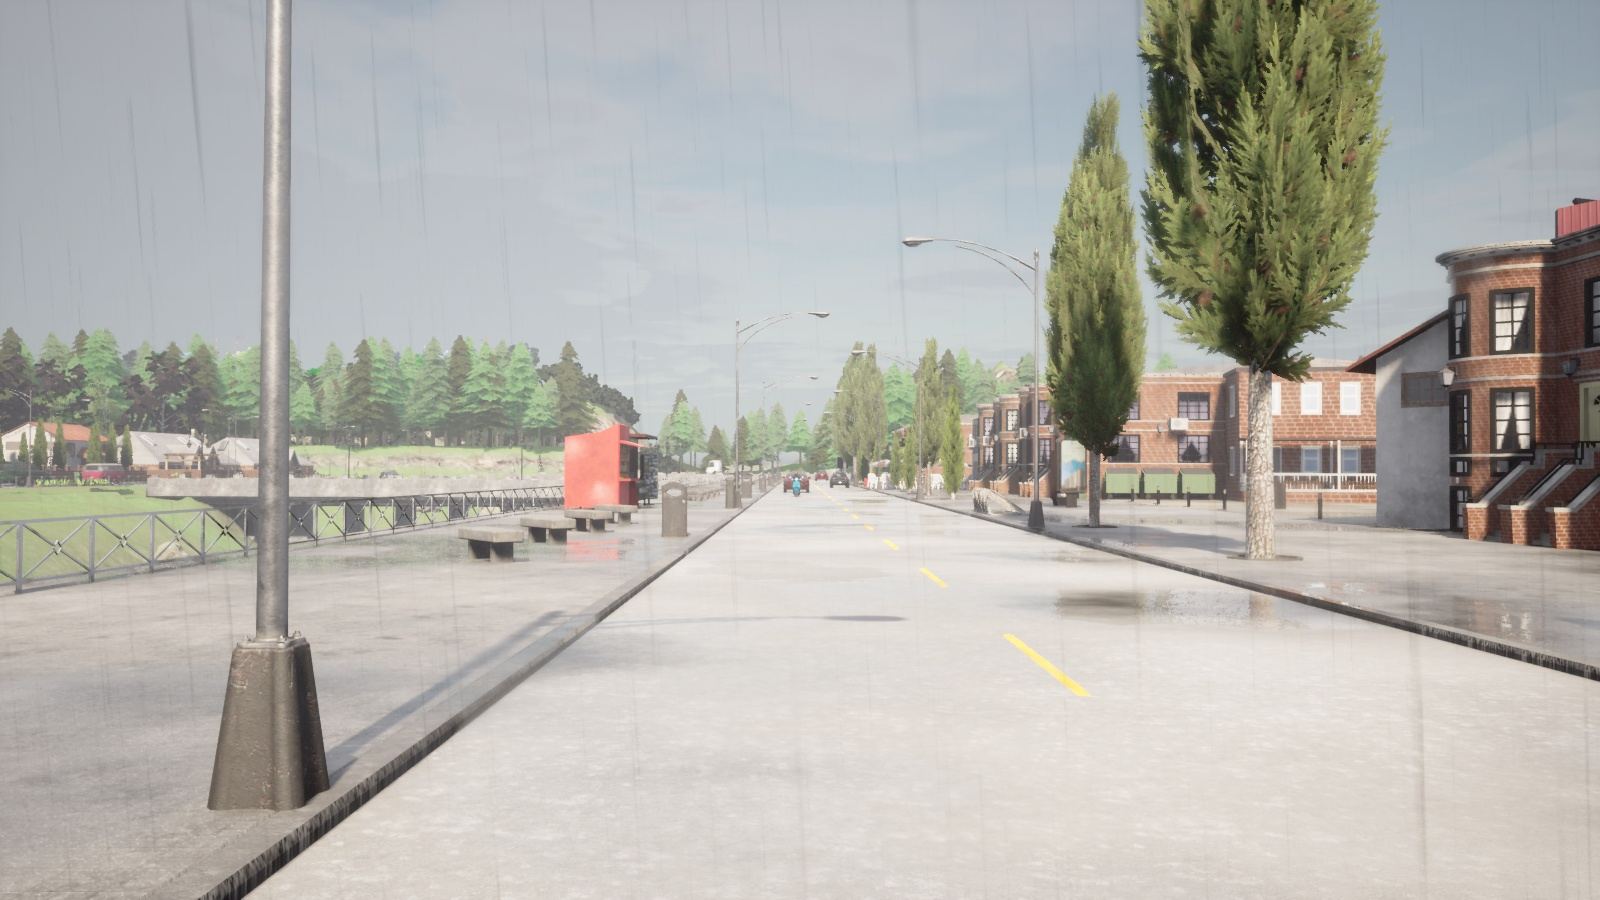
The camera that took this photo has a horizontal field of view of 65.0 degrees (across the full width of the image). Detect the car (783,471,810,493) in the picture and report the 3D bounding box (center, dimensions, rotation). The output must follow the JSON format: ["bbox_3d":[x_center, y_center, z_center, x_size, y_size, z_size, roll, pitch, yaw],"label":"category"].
[{"bbox_3d":[-0.237,2.316,90.921,1.882,1.535,5.008,0,-1,0],"label":"car"}]
